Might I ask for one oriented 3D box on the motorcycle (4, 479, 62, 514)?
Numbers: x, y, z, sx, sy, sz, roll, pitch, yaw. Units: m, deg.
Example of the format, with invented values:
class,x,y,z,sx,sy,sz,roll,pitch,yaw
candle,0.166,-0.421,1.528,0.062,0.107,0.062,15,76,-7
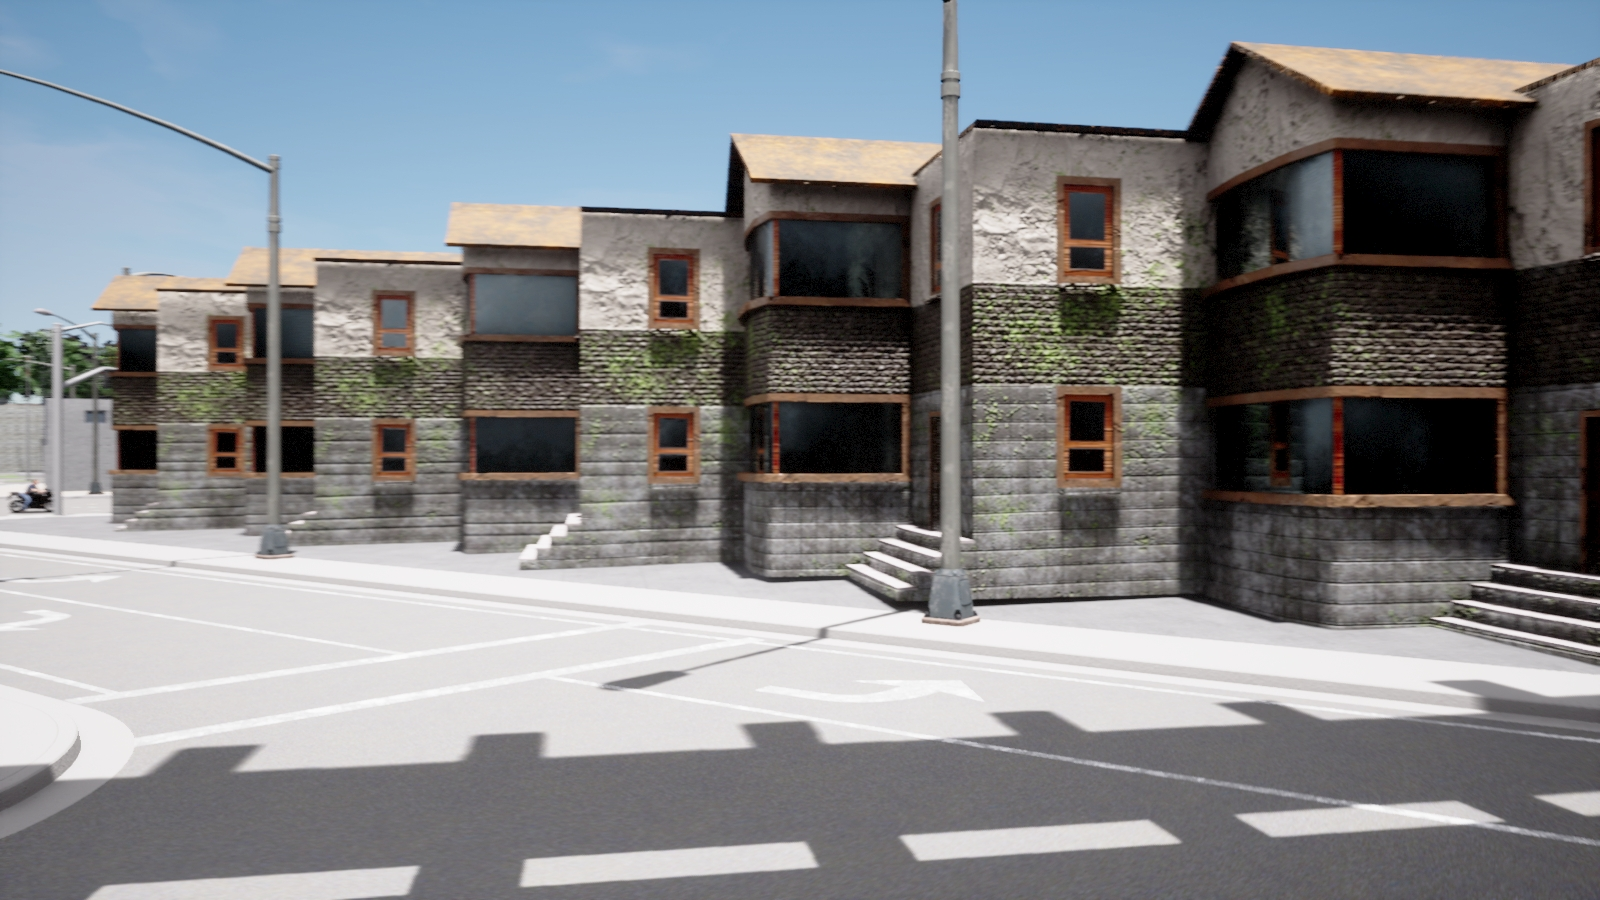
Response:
class,x,y,z,sx,sy,sz,roll,pitch,yaw
motorcycle,-34.441,2.067,51.327,2.033,1.505,0.803,-1,0,-10
